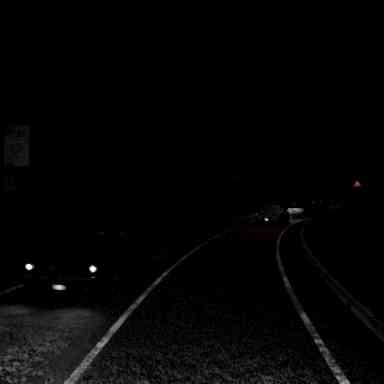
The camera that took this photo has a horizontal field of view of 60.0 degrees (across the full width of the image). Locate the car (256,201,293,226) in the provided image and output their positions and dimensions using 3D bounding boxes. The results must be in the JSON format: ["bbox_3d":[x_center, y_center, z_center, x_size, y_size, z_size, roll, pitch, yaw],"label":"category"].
[{"bbox_3d":[5.876,1.609,24.111,1.812,1.442,4.674,-2,-1,24],"label":"car"}]

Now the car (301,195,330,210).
[{"bbox_3d":[15.066,1.168,39.870,2.097,1.767,4.553,-3,0,33],"label":"car"}]

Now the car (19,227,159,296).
[{"bbox_3d":[-2.376,1.669,9.007,1.895,1.301,4.718,0,-1,10],"label":"car"}]

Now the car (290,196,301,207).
[{"bbox_3d":[14.816,1.329,45.751,2.128,1.511,4.902,-3,0,34],"label":"car"}]
